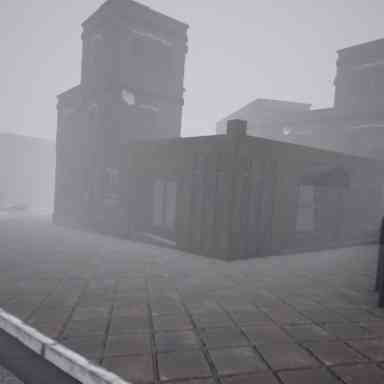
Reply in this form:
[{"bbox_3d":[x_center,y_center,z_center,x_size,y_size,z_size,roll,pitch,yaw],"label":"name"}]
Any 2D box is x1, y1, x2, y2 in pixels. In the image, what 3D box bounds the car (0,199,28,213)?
[{"bbox_3d":[-23.990,1.753,44.486,2.097,1.767,4.553,4,-1,6],"label":"car"}]
